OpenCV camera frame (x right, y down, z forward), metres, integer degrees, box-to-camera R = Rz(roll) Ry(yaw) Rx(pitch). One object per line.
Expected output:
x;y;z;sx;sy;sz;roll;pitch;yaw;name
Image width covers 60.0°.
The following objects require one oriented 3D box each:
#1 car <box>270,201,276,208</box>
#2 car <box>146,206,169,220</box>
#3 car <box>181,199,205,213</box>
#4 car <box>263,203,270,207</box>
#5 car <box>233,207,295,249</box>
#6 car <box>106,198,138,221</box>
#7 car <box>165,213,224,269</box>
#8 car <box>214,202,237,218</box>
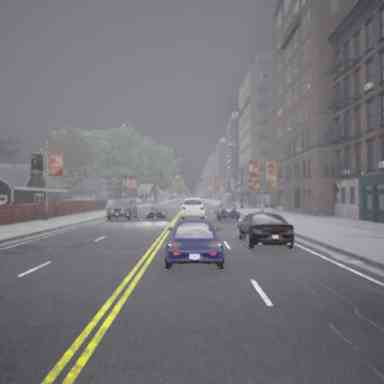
16.364;2.315;57.756;4.206;1.307;1.802;0;-1;0;car
-3.358;2.038;32.618;1.895;1.301;4.718;0;-1;0;car
0.088;1.651;32.047;2.150;2.045;5.566;0;-1;0;car
16.356;2.452;65.780;4.313;1.339;1.947;0;-1;0;car
3.341;1.693;15.794;1.882;1.535;5.008;0;-1;0;car
-6.608;1.652;32.120;2.150;2.045;5.566;0;-1;0;car
0.085;1.686;11.685;1.812;1.442;4.674;0;-1;0;car
3.336;1.784;32.184;2.097;1.767;4.553;0;-1;0;car
